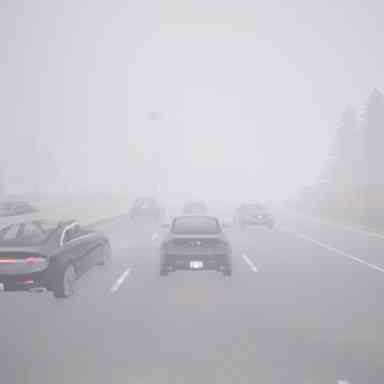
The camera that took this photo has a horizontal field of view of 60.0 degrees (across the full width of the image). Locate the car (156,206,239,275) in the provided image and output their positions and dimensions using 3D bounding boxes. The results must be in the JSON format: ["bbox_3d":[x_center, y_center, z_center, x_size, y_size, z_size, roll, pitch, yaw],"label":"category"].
[{"bbox_3d":[0.100,1.406,10.106,1.837,1.490,4.892,0,1,0],"label":"car"}]

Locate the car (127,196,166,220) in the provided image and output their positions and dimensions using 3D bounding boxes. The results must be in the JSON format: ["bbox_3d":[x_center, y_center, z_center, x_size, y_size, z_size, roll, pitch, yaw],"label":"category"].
[{"bbox_3d":[-3.255,1.106,25.337,2.097,1.767,4.553,0,1,2],"label":"car"}]

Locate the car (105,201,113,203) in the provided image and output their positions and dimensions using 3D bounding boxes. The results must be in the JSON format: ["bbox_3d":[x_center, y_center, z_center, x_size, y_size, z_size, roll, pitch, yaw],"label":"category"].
[{"bbox_3d":[-12.622,1.034,54.657,1.994,1.385,4.181,0,1,17],"label":"car"}]

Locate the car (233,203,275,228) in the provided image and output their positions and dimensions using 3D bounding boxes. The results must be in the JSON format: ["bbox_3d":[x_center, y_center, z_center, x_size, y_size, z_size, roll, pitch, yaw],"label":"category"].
[{"bbox_3d":[3.609,1.350,20.182,2.033,1.411,5.357,0,1,0],"label":"car"}]

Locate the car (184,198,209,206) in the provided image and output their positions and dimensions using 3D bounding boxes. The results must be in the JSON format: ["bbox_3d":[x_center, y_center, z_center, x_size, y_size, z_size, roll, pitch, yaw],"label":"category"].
[{"bbox_3d":[0.332,1.213,27.170,1.882,1.535,5.008,0,1,3],"label":"car"}]

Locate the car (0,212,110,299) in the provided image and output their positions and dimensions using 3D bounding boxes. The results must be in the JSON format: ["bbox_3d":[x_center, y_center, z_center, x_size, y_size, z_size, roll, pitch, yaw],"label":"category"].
[{"bbox_3d":[-3.402,1.411,8.199,2.128,1.511,4.902,0,1,0],"label":"car"}]

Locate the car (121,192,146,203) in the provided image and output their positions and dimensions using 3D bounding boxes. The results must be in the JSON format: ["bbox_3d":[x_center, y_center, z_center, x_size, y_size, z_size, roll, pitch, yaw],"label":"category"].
[{"bbox_3d":[-9.373,0.836,53.262,2.097,1.767,4.553,0,1,17],"label":"car"}]
